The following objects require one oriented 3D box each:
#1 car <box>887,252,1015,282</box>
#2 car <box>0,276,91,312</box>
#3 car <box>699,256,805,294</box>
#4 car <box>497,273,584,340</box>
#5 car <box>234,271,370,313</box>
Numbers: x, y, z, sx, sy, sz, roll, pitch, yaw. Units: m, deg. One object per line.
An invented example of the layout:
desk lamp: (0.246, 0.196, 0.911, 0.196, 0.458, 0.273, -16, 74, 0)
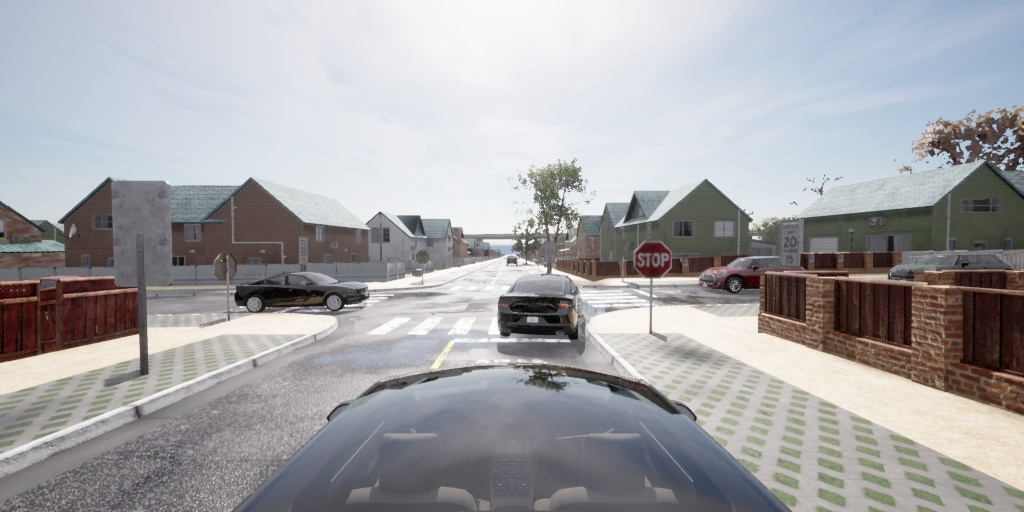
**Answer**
car: (21.702, 0.646, 17.838, 4.553, 1.767, 2.097, -1, 2, 0)
car: (-18.021, 1.546, 14.623, 5.008, 1.535, 1.882, -1, 2, 0)
car: (11.807, 0.820, 17.767, 4.553, 1.767, 2.097, -1, 2, 0)
car: (0.958, 1.224, 10.158, 1.882, 1.535, 5.008, 0, 0, 12)
car: (-8.468, 1.376, 14.685, 5.008, 1.535, 1.882, -1, 2, 0)
